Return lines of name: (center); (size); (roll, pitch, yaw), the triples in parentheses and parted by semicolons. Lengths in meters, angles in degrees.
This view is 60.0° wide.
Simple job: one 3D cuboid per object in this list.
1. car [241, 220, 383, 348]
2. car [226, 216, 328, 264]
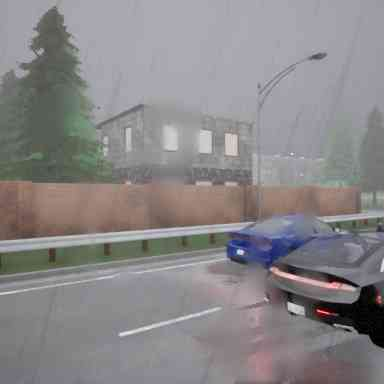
car: (3.495, 1.491, 6.260); (4.902, 1.511, 2.128); (0, 0, -35)
car: (3.324, 1.478, 10.436); (5.008, 1.535, 1.882); (0, 0, -36)
